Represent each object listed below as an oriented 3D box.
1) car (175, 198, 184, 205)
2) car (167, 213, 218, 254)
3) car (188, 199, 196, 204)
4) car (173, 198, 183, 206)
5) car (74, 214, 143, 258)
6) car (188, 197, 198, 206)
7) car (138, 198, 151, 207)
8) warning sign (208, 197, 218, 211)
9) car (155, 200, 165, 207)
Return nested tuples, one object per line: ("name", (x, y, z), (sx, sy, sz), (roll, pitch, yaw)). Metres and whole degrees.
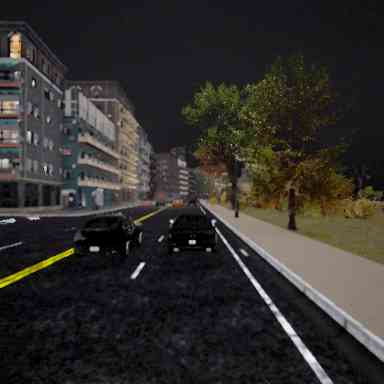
("car", (-3.223, 2.398, 85.381), (2.128, 1.511, 4.902), (0, -1, 0))
("car", (0.035, 1.635, 14.242), (1.882, 1.535, 5.008), (0, 0, 1))
("car", (0.027, 2.425, 85.379), (1.994, 1.385, 4.181), (0, -1, 0))
("car", (-3.226, 2.190, 75.347), (2.097, 1.767, 4.553), (0, -1, 0))
("car", (-3.221, 1.657, 13.490), (1.837, 1.490, 4.892), (0, 0, 1))
("car", (0.024, 2.328, 74.958), (1.837, 1.490, 4.892), (0, -1, 0))
("car", (-9.728, 2.114, 68.331), (2.097, 1.767, 4.553), (0, -1, 0))
("warning sign", (2.856, 1.617, 45.319), (1.300, 1.860, 1.060), (-1, -1, 0))
("car", (-6.479, 2.299, 68.337), (2.033, 1.411, 5.357), (0, -1, 0))
